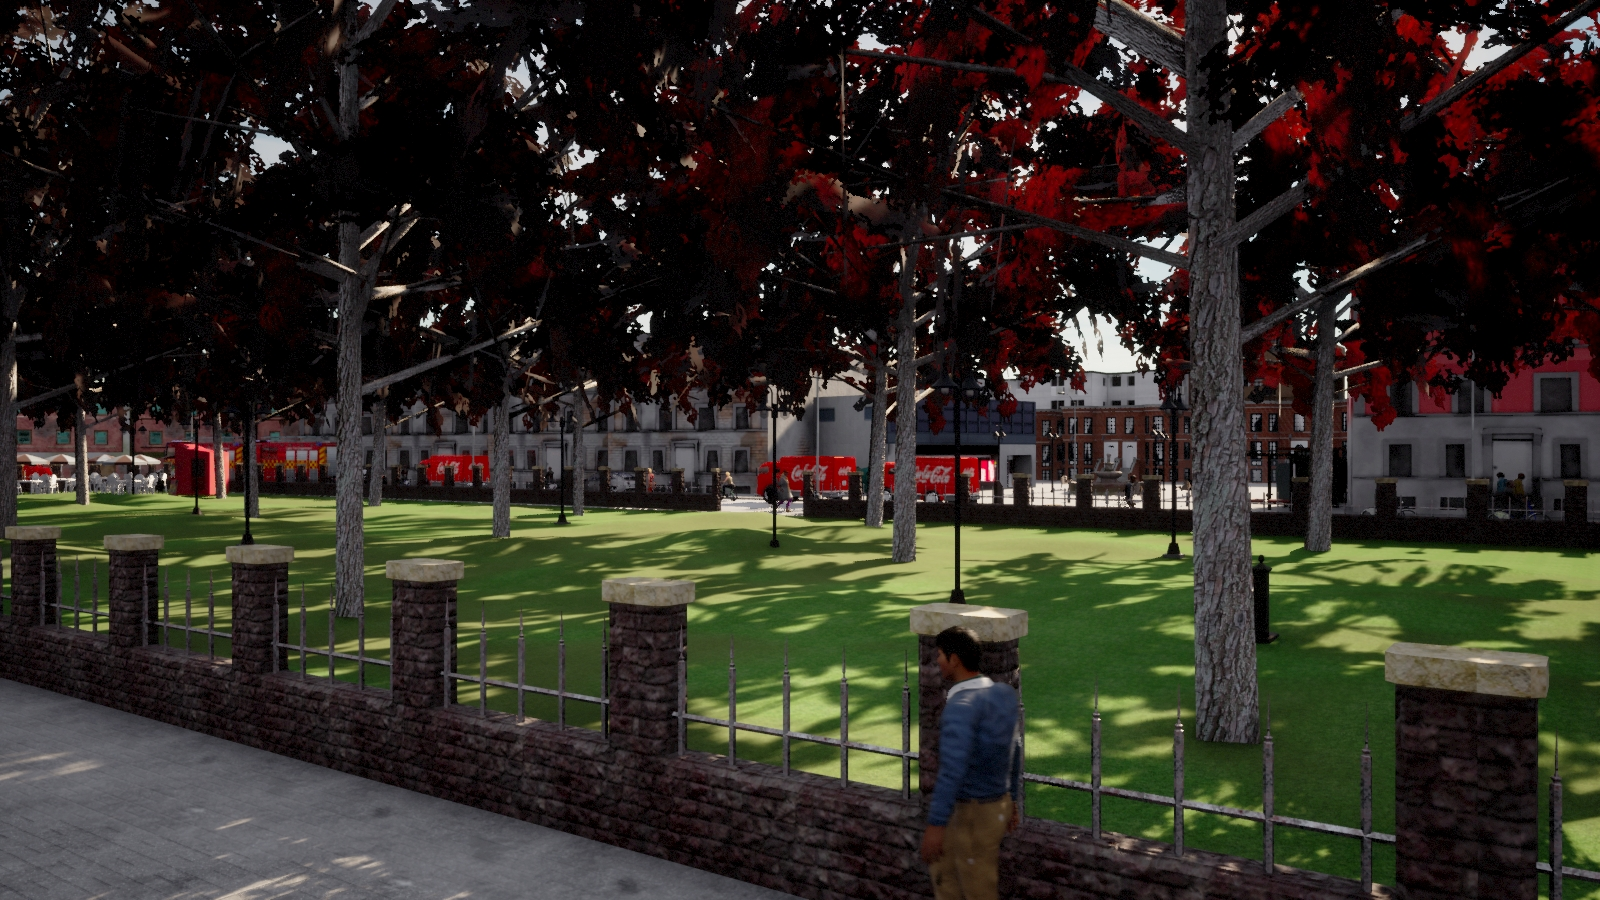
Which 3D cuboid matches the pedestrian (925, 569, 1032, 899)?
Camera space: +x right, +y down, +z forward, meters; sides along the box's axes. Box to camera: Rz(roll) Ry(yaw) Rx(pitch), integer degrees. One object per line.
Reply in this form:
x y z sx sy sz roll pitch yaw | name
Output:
0.855 1.526 5.463 0.375 1.860 0.375 0 0 35 | pedestrian

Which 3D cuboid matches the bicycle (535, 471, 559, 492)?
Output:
-15.681 1.940 70.806 1.835 1.271 0.329 0 0 35 | bicycle

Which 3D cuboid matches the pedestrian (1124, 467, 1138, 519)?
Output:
11.791 1.524 40.716 0.375 1.860 0.375 0 0 36 | pedestrian

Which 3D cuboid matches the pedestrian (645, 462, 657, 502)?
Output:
-7.100 1.522 54.446 0.375 1.860 0.375 0 0 30 | pedestrian

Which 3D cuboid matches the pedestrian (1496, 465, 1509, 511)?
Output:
28.216 1.522 45.899 0.375 1.860 0.375 0 0 40 | pedestrian

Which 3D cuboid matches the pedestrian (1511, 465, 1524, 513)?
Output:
28.244 1.524 44.971 0.375 1.860 0.375 0 0 39 | pedestrian

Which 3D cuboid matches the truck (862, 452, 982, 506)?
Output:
5.913 1.348 55.621 5.204 2.467 2.627 0 0 35 | truck

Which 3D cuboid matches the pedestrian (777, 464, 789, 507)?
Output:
-0.733 1.525 49.306 0.375 1.860 0.375 0 0 31 | pedestrian

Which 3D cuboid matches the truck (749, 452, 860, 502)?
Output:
0.205 1.348 59.637 5.204 2.467 2.627 0 0 35 | truck

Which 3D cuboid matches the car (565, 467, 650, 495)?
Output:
-11.432 1.827 67.802 4.902 1.511 2.128 0 0 35 | car
